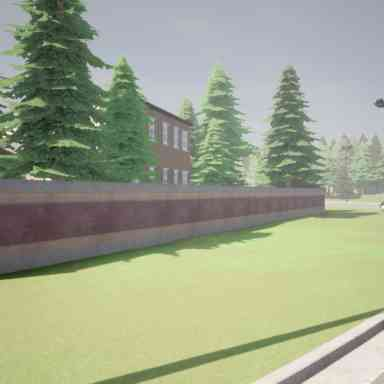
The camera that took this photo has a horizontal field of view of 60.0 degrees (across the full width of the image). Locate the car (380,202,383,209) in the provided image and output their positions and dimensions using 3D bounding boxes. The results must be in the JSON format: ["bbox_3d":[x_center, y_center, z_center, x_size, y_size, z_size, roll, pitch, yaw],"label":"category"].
[{"bbox_3d":[25.199,1.505,40.693,1.837,1.490,4.892,0,0,-6],"label":"car"}]
